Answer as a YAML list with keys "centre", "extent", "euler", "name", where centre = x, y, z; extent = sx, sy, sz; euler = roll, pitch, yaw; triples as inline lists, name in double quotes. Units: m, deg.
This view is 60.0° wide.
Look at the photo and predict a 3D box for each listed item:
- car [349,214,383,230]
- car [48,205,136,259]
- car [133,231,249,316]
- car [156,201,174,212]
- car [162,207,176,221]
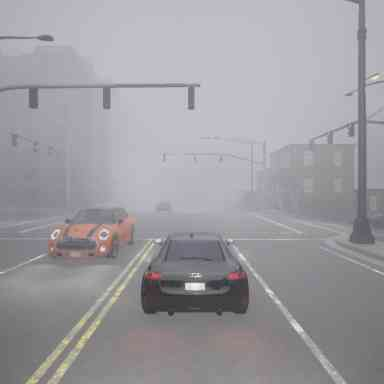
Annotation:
- centre: [15.782, 2.562, 27.761]
  extent: [4.892, 1.490, 1.837]
  euler: [8, 0, 0]
  name: "car"
- centre: [-3.543, 1.351, 12.538]
  extent: [2.097, 1.767, 4.553]
  euler: [0, 0, 2]
  name: "car"
- centre: [0.056, 1.564, 7.614]
  extent: [1.994, 1.385, 4.181]
  euler: [0, 0, 0]
  name: "car"
- centre: [-3.711, 2.017, 44.584]
  extent: [1.837, 1.490, 4.892]
  euler: [0, -5, 0]
  name: "car"
- centre: [-3.733, 3.674, 54.931]
  extent: [2.033, 1.411, 5.357]
  euler: [0, -12, 0]
  name: "car"
